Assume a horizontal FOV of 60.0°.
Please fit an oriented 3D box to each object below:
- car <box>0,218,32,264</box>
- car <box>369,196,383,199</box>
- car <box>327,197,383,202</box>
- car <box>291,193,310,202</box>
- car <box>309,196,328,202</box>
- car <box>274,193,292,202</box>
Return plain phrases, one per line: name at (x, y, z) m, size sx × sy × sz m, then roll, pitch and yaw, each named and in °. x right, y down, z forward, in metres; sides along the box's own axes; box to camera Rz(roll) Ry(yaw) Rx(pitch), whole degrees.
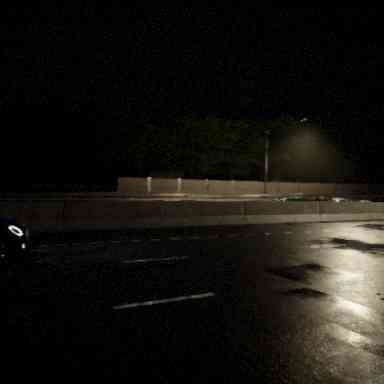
car at (-6.934, 1.033, 9.168) m, size 4.553 × 1.767 × 2.097 m, roll 1°, pitch 1°, yaw -26°
car at (26.775, 1.331, 49.015) m, size 4.674 × 1.442 × 1.812 m, roll 1°, pitch 1°, yaw -26°
car at (15.738, 1.433, 31.969) m, size 4.718 × 1.301 × 1.895 m, roll 1°, pitch 1°, yaw -26°
car at (14.580, 1.169, 39.170) m, size 5.008 × 1.535 × 1.882 m, roll 1°, pitch 1°, yaw -26°
car at (15.302, 1.365, 35.640) m, size 4.718 × 1.301 × 1.895 m, roll 1°, pitch 1°, yaw -26°
car at (12.665, 0.953, 42.119) m, size 4.553 × 1.767 × 2.097 m, roll 1°, pitch 1°, yaw -26°
